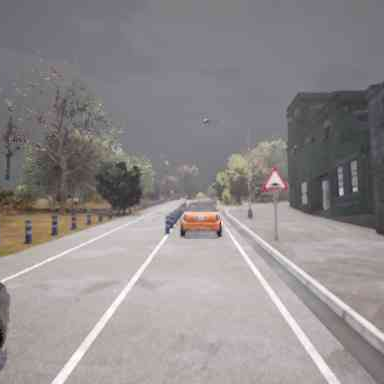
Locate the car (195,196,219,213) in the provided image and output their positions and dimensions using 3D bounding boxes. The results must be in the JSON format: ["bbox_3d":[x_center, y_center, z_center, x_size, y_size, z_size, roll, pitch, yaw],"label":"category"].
[{"bbox_3d":[1.767,1.344,37.832,1.882,1.535,5.008,-1,2,12],"label":"car"}]

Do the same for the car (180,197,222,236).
[{"bbox_3d":[0.496,1.313,18.418,2.097,1.767,4.553,0,0,1],"label":"car"}]

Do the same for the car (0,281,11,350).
[{"bbox_3d":[-3.299,1.497,2.419,1.837,1.490,4.892,0,0,1],"label":"car"}]
